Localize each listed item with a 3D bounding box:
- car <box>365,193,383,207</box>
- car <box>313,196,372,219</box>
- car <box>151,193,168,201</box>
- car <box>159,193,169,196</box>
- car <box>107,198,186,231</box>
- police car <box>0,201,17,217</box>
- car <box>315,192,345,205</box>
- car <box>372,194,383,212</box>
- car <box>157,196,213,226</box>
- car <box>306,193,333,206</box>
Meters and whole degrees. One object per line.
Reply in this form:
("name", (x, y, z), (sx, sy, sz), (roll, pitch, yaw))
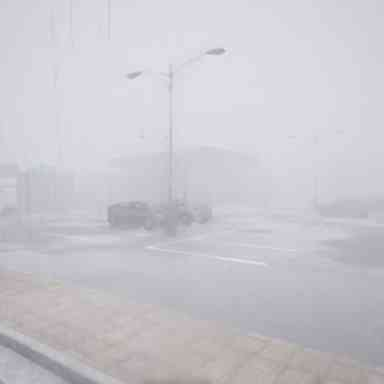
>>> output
("car", (25.890, 1.082, 44.423), (4.605, 1.855, 1.932), (0, 0, 36))
("car", (12.068, 1.297, 26.717), (3.633, 1.501, 1.845), (0, 0, 36))
("car", (-7.728, 1.085, 79.002), (1.905, 1.878, 3.866), (0, 0, 36))
("car", (-5.705, 1.277, 72.164), (2.242, 1.667, 4.611), (0, 0, 36))
("car", (-2.912, 1.281, 19.090), (4.514, 1.523, 2.007), (0, 0, 36))
("police car", (-17.300, 1.371, 27.397), (2.038, 1.542, 4.974), (0, 0, 36))
("car", (21.463, 1.026, 51.711), (3.866, 1.878, 1.905), (0, 0, 36))
("car", (17.983, 1.277, 34.771), (4.514, 1.523, 2.007), (0, 0, 36))
("car", (-1.108, 1.272, 21.657), (5.027, 1.636, 2.152), (0, 0, 36))
("car", (19.012, 1.307, 49.383), (3.806, 1.475, 1.970), (0, 0, 36))
